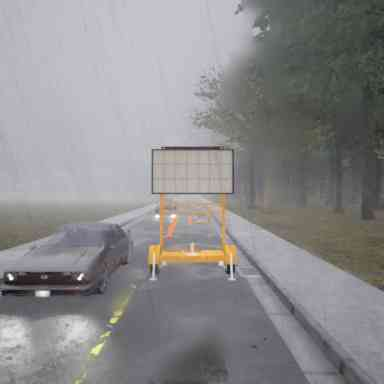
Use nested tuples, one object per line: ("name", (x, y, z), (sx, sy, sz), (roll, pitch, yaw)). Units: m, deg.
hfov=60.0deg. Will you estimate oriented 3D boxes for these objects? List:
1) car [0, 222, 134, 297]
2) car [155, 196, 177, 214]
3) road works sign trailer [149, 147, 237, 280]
("car", (-2.833, 1.547, 8.975), (2.033, 1.411, 5.357), (0, 0, 0))
("car", (-2.686, 1.351, 35.040), (2.097, 1.767, 4.553), (0, 0, 0))
("road works sign trailer", (0.019, 0.464, 9.873), (2.380, 3.560, 2.880), (0, 0, 0))
